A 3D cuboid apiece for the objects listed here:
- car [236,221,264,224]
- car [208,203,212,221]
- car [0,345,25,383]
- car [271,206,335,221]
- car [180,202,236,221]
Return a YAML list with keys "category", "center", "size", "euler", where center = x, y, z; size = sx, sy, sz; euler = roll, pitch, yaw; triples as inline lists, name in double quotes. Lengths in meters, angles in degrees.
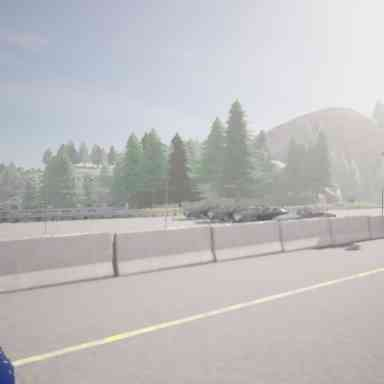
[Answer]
- category: "car"
  center: [5.158, 1.705, 24.761]
  size: [4.902, 1.511, 2.128]
  euler: [1, -1, -35]
- category: "car"
  center: [3.457, 1.714, 27.842]
  size: [4.902, 1.511, 2.128]
  euler: [1, -1, -35]
- category: "car"
  center: [-3.273, 1.582, 1.408]
  size: [4.718, 1.301, 1.895]
  euler: [1, 0, -36]
- category: "car"
  center: [7.620, 1.769, 22.213]
  size: [5.357, 1.411, 2.033]
  euler: [1, 0, -36]
- category: "car"
  center: [1.518, 1.728, 30.757]
  size: [4.902, 1.511, 2.128]
  euler: [1, 0, -36]
